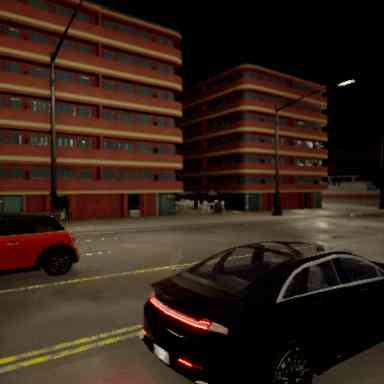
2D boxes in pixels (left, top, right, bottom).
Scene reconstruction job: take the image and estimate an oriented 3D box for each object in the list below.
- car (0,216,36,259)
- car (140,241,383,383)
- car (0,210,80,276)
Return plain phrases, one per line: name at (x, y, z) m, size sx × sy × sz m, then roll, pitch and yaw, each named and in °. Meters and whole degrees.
car at (-7.993, 1.601, 11.189) m, size 4.718 × 1.301 × 1.895 m, roll 0°, pitch 0°, yaw -36°
car at (1.643, 1.501, 4.920) m, size 4.902 × 1.511 × 2.128 m, roll 0°, pitch 0°, yaw -36°
car at (-5.439, 1.352, 8.712) m, size 4.553 × 1.767 × 2.097 m, roll 0°, pitch 0°, yaw -36°
